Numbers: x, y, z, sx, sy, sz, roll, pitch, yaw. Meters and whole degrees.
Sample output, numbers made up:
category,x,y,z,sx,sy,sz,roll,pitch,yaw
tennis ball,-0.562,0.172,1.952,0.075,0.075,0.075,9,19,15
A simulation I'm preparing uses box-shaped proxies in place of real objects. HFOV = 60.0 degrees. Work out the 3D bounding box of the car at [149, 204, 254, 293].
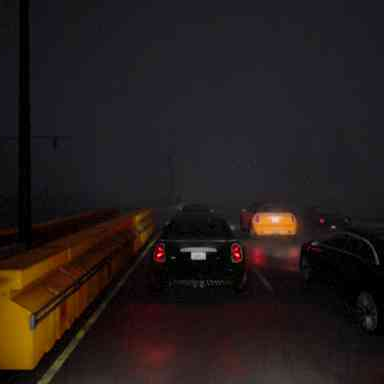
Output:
category,x,y,z,sx,sy,sz,roll,pitch,yaw
car,0.140,1.299,8.862,2.097,1.767,4.553,0,0,0

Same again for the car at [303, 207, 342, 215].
category,x,y,z,sx,sy,sz,roll,pitch,yaw
car,7.190,1.486,19.106,1.895,1.301,4.718,0,0,0

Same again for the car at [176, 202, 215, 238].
category,x,y,z,sx,sy,sz,roll,pitch,yaw
car,0.186,1.397,18.052,1.837,1.490,4.892,0,0,0

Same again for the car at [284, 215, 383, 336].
category,x,y,z,sx,sy,sz,roll,pitch,yaw
car,3.629,1.451,6.583,2.128,1.511,4.902,0,0,0

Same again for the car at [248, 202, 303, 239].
category,x,y,z,sx,sy,sz,roll,pitch,yaw
car,3.681,1.252,16.741,2.097,1.767,4.553,0,0,0
